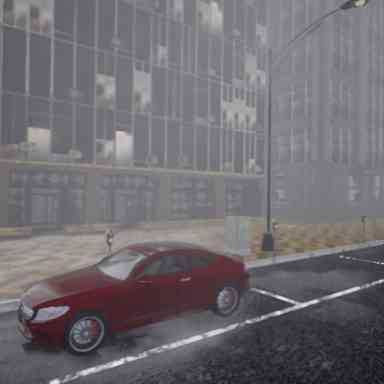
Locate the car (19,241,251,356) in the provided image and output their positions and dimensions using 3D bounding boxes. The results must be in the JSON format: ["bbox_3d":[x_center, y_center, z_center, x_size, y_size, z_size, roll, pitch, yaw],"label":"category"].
[{"bbox_3d":[-0.760,1.596,6.005,4.206,1.307,1.802,0,0,-35],"label":"car"}]
